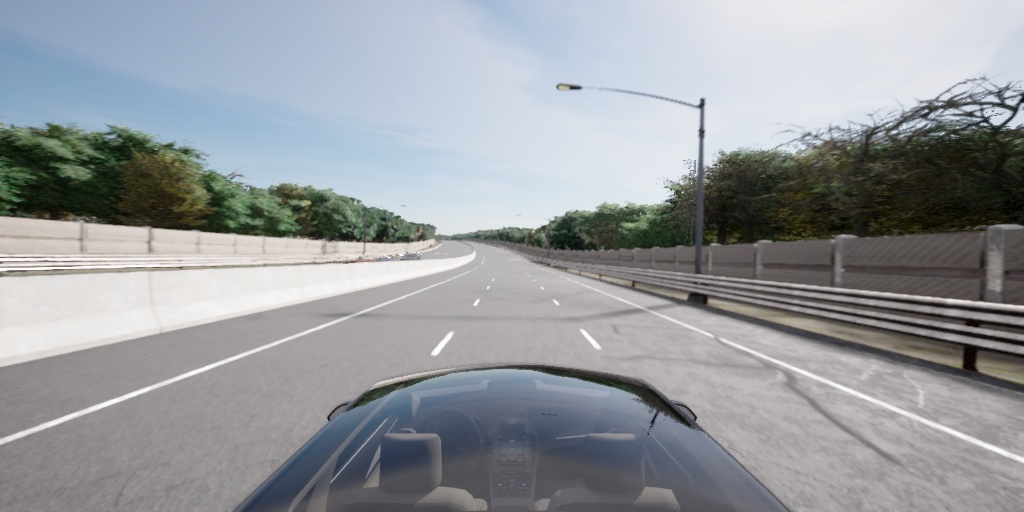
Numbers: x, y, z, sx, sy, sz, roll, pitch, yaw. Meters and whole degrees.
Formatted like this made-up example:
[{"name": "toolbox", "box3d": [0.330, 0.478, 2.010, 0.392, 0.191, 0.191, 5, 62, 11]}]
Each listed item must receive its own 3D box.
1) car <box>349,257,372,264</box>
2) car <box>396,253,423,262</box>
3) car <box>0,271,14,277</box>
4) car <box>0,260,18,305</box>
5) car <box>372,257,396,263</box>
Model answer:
[{"name": "car", "box3d": [-21.197, 0.822, 50.756, 1.895, 1.301, 4.718, 2, 0, -1]}, {"name": "car", "box3d": [-14.197, 0.640, 51.037, 2.150, 2.045, 5.566, 2, 0, -1]}, {"name": "car", "box3d": [-13.884, 0.972, 8.358, 1.895, 1.301, 4.718, 2, 0, 1]}, {"name": "car", "box3d": [-17.372, 0.821, 9.170, 2.033, 1.411, 5.357, 2, 0, 1]}, {"name": "car", "box3d": [-17.710, 0.881, 50.933, 1.994, 1.385, 4.181, 2, 0, -1]}]
